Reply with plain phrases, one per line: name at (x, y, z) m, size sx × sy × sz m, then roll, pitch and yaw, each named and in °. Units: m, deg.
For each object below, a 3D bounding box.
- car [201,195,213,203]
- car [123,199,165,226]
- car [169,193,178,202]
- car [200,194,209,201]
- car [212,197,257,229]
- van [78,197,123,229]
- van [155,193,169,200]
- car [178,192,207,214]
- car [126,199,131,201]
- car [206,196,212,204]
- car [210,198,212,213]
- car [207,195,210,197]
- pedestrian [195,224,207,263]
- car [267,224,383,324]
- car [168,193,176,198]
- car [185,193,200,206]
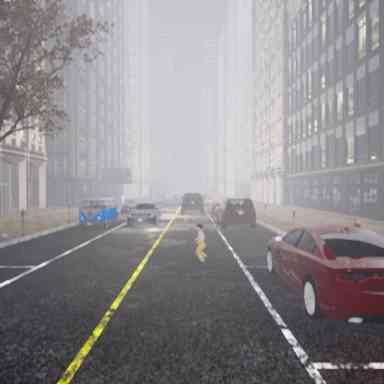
car at (2.671, 1.238, 60.469) m, size 1.947 × 1.339 × 4.313 m, roll 0°, pitch 0°, yaw 0°
car at (-3.105, 1.412, 22.284) m, size 1.812 × 1.442 × 4.674 m, roll 0°, pitch 0°, yaw 0°
car at (-3.017, 1.185, 65.193) m, size 1.837 × 1.490 × 4.892 m, roll 0°, pitch 0°, yaw 0°
car at (2.667, 1.167, 71.865) m, size 1.947 × 1.339 × 4.313 m, roll 0°, pitch 0°, yaw 0°
car at (2.679, 1.211, 20.580) m, size 2.192 × 1.841 × 5.009 m, roll 0°, pitch 0°, yaw 0°
van at (-5.702, 1.237, 20.583) m, size 1.690 × 1.788 × 3.998 m, roll 0°, pitch 0°, yaw 0°
van at (-5.711, 1.013, 60.470) m, size 1.690 × 1.788 × 3.998 m, roll 0°, pitch 0°, yaw 0°
car at (0.074, 1.051, 33.339) m, size 2.150 × 2.045 × 5.566 m, roll 0°, pitch 1°, yaw 0°
car at (-5.703, 1.387, 31.977) m, size 2.008 × 1.369 × 4.403 m, roll 0°, pitch 0°, yaw 0°
car at (2.677, 1.380, 31.977) m, size 1.887 × 1.381 × 4.507 m, roll 0°, pitch 0°, yaw 0°
car at (2.679, 1.390, 26.449) m, size 1.752 × 1.417 × 4.829 m, roll 0°, pitch 0°, yaw 0°
car at (2.673, 1.265, 49.242) m, size 1.752 × 1.417 × 4.829 m, roll 0°, pitch 0°, yaw 0°
pedestrian at (0.329, 1.522, 10.282) m, size 0.375 × 1.300 × 0.375 m, roll 0°, pitch 1°, yaw 0°
car at (2.998, 1.442, 7.282) m, size 1.882 × 1.535 × 5.008 m, roll 0°, pitch 0°, yaw 0°
car at (-5.718, 0.996, 94.659) m, size 1.887 × 1.381 × 4.507 m, roll 0°, pitch 0°, yaw 0°
car at (0.075, 1.095, 49.227) m, size 2.097 × 1.767 × 4.553 m, roll 0°, pitch 1°, yaw 0°
